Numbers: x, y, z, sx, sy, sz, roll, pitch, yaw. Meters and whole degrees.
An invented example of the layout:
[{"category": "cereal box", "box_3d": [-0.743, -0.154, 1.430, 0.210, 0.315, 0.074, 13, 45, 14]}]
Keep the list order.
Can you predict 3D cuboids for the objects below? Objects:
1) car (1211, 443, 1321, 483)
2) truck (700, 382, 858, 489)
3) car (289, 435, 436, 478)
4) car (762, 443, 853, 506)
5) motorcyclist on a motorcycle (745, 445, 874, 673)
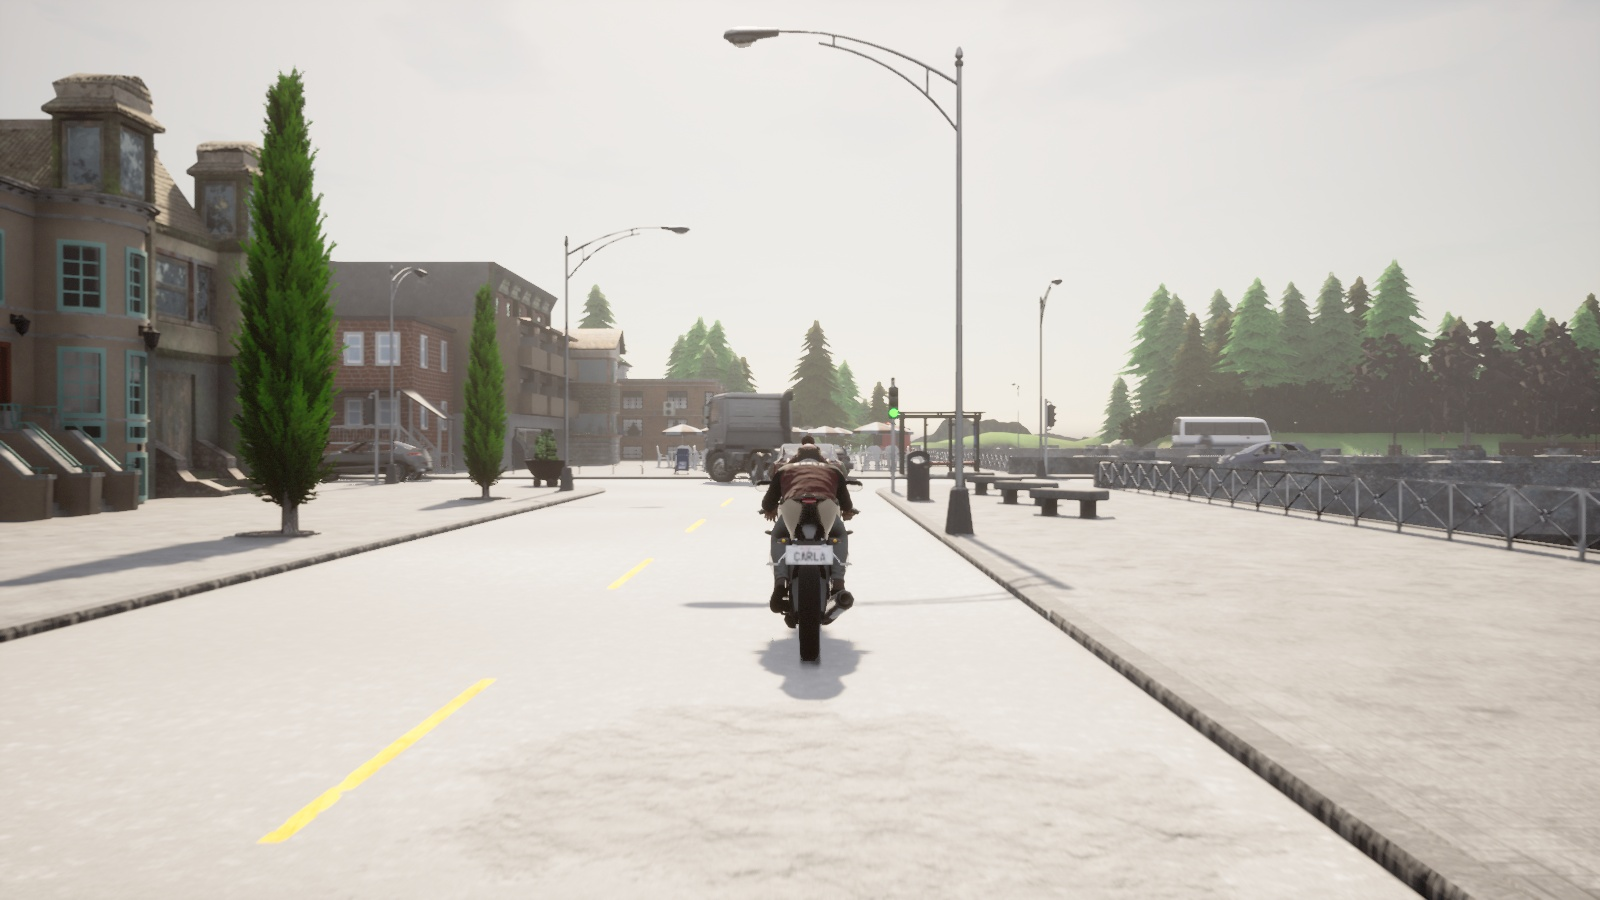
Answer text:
[{"category": "car", "box_3d": [18.209, 0.498, 49.219, 3.633, 1.501, 1.845, 0, 0, 0]}, {"category": "truck", "box_3d": [-0.946, -0.490, 45.058, 2.891, 3.462, 7.936, 0, 0, -23]}, {"category": "car", "box_3d": [-17.172, 0.233, 49.438, 5.027, 1.651, 2.152, 0, 0, 0]}, {"category": "car", "box_3d": [0.193, 0.565, 32.252, 2.163, 1.488, 4.792, 0, 0, 0]}, {"category": "motorcyclist on a motorcycle", "box_3d": [0.068, 0.728, 9.540, 0.866, 1.530, 2.191, 0, 0, 0]}]
